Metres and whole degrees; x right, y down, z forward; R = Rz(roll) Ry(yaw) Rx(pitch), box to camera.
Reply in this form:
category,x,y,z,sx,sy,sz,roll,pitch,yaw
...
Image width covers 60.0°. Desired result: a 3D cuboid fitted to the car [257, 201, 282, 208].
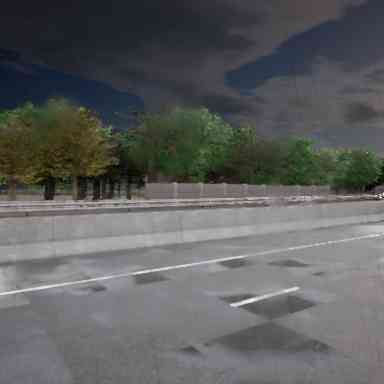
category,x,y,z,sx,sy,sz,roll,pitch,yaw
car,7.854,1.502,30.954,4.181,1.385,1.994,0,0,-35

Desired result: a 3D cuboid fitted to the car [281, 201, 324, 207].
category,x,y,z,sx,sy,sz,roll,pitch,yaw
car,9.912,1.506,28.123,4.181,1.385,1.994,0,0,-35
